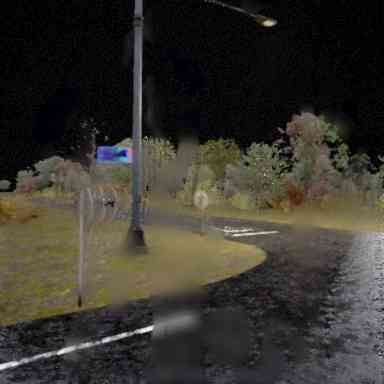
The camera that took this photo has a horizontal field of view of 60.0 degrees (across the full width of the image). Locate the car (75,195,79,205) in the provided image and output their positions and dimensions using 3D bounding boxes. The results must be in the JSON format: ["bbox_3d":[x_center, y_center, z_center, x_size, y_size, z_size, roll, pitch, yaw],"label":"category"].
[{"bbox_3d":[-19.078,1.292,58.972,2.150,2.045,5.566,1,0,-34],"label":"car"}]

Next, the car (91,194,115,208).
[{"bbox_3d":[-13.580,1.306,50.774,2.150,2.045,5.566,1,0,-33],"label":"car"}]
